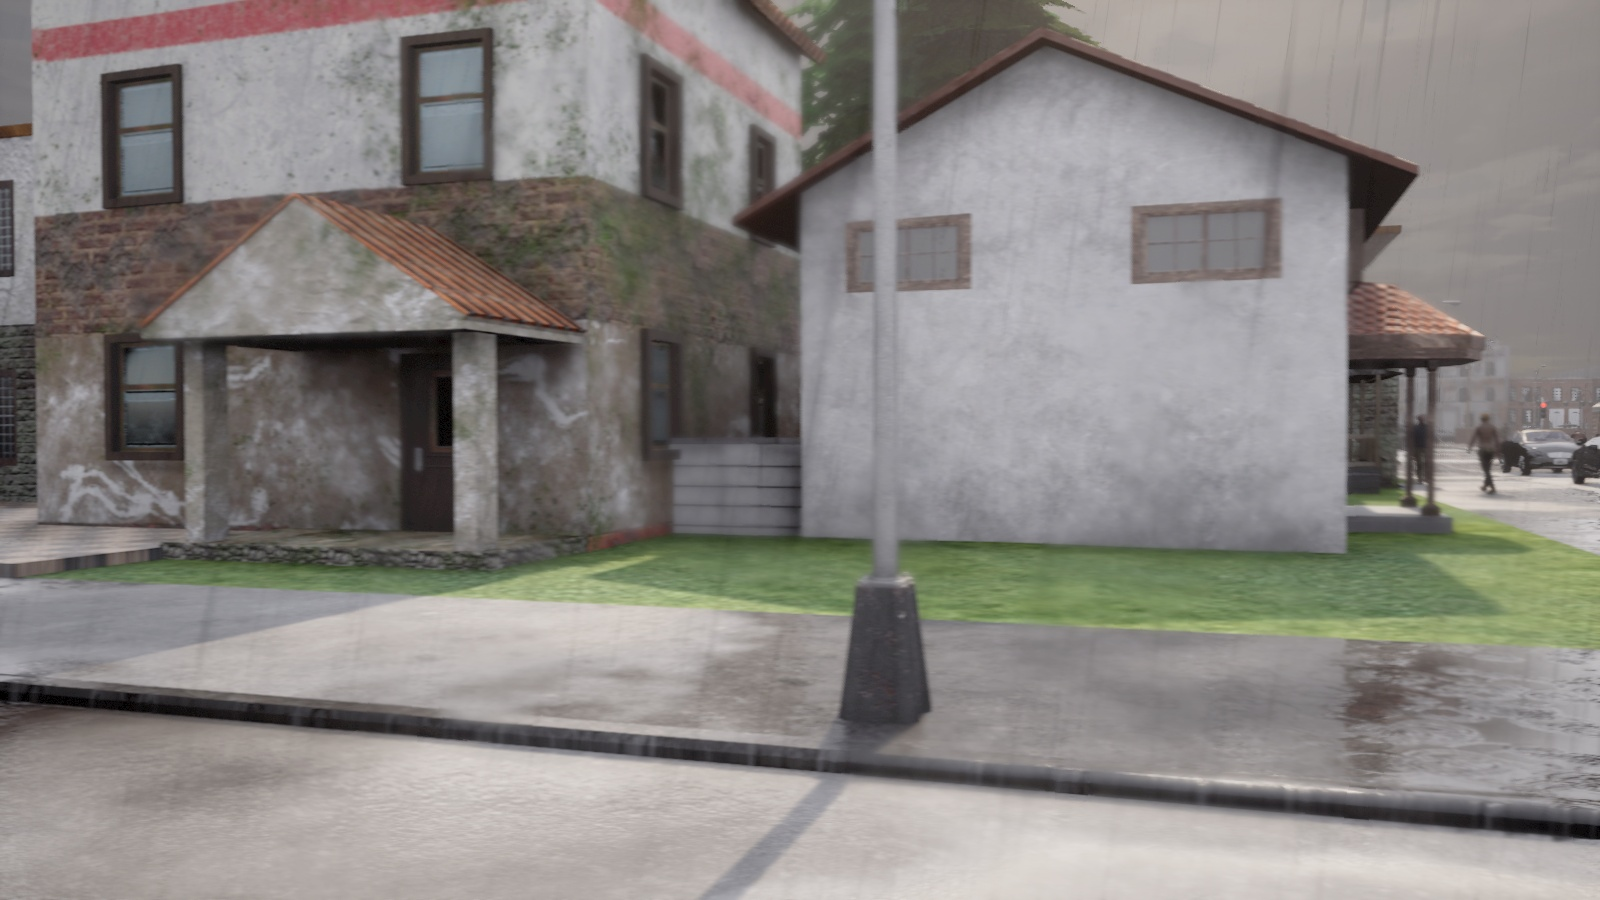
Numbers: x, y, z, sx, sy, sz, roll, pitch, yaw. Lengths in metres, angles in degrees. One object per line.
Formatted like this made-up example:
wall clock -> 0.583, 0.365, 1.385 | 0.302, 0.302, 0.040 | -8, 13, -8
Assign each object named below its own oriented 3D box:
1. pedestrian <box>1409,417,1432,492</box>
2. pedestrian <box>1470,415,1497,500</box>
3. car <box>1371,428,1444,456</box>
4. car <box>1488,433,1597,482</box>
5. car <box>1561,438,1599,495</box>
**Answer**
pedestrian -> 15.503, 0.096, 31.375 | 0.402, 1.842, 0.726 | 1, 1, 19
pedestrian -> 14.935, 0.157, 27.456 | 0.331, 1.846, 0.634 | 0, 1, 11
car -> 41.151, -0.552, 85.020 | 4.605, 1.855, 1.932 | 0, 2, -25
car -> 24.789, 0.211, 42.118 | 2.128, 1.511, 4.902 | 1, 1, 19
car -> 21.834, 0.410, 33.328 | 1.812, 1.442, 4.674 | 1, 1, 19
